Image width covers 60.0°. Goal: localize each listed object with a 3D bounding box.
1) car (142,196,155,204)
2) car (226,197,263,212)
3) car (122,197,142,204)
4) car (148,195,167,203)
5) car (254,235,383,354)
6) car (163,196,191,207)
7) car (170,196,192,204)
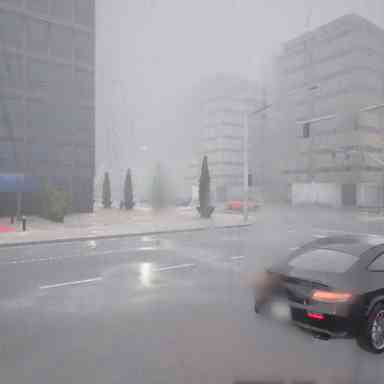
[{"bbox_3d":[-8.777,1.564,65.729,1.994,1.385,4.181,0,0,-35],"label":"car"},{"bbox_3d":[6.016,1.352,38.192,2.097,1.767,4.553,0,0,-35],"label":"car"},{"bbox_3d":[-11.831,1.525,63.776,1.812,1.442,4.674,0,0,-35],"label":"car"},{"bbox_3d":[-7.333,1.503,69.704,1.837,1.490,4.892,0,0,-35],"label":"car"},{"bbox_3d":[3.158,1.526,6.073,4.674,1.442,1.812,0,0,-35],"label":"car"},{"bbox_3d":[-2.160,1.564,49.856,1.994,1.385,4.181,0,0,-35],"label":"car"},{"bbox_3d":[-2.049,1.526,62.228,1.812,1.442,4.674,0,0,-35],"label":"car"}]
